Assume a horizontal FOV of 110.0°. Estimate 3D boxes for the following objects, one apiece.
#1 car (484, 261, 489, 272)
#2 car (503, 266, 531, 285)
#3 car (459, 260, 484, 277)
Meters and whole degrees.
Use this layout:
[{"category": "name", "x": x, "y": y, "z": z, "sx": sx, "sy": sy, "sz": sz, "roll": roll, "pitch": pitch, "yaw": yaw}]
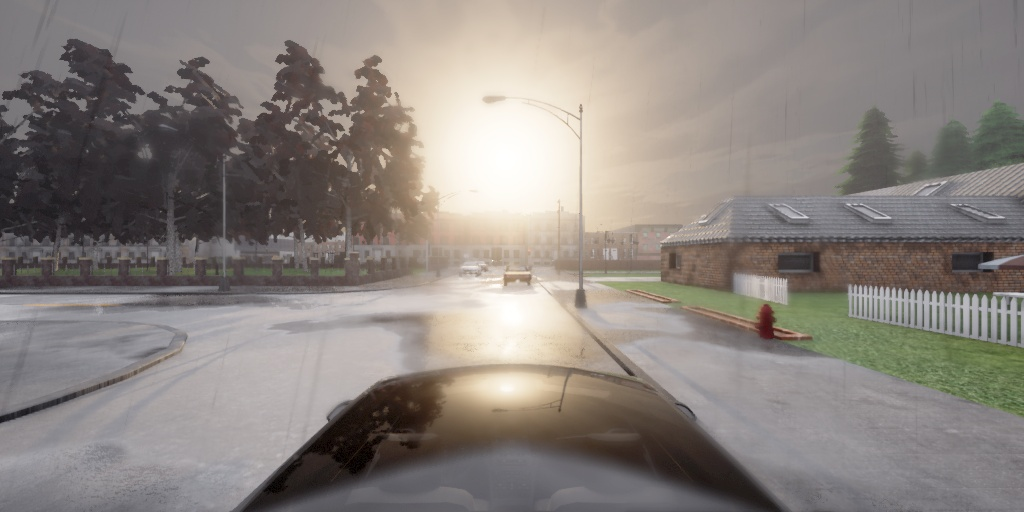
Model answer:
[{"category": "car", "x": -4.049, "y": 1.276, "z": 45.463, "sx": 1.812, "sy": 1.442, "sz": 4.674, "roll": 0, "pitch": 0, "yaw": 0}, {"category": "car", "x": 0.294, "y": 1.351, "z": 26.043, "sx": 1.895, "sy": 1.301, "sz": 4.718, "roll": 0, "pitch": 0, "yaw": -2}, {"category": "car", "x": -4.079, "y": 1.276, "z": 35.663, "sx": 1.812, "sy": 1.442, "sz": 4.674, "roll": 0, "pitch": 0, "yaw": 0}]
